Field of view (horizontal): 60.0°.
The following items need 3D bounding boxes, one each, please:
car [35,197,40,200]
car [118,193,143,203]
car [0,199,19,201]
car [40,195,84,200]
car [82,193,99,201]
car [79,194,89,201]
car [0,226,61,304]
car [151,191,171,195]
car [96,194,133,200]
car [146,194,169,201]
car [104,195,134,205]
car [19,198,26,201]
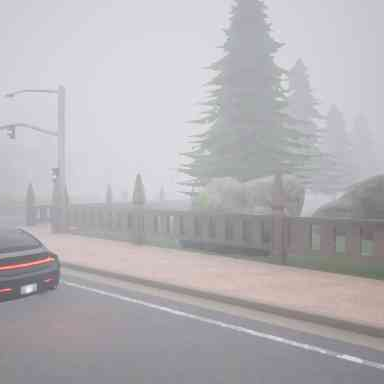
[{"bbox_3d":[-23.686,1.505,48.268,1.837,1.490,4.892,0,0,36],"label":"car"},{"bbox_3d":[-11.915,1.151,64.705,1.837,1.490,4.892,0,3,36],"label":"car"},{"bbox_3d":[-22.604,1.564,37.772,1.994,1.385,4.181,0,0,36],"label":"car"},{"bbox_3d":[-17.500,1.526,44.882,1.812,1.442,4.674,0,0,36],"label":"car"},{"bbox_3d":[-17.985,1.197,56.227,2.150,2.045,5.566,0,1,36],"label":"car"},{"bbox_3d":[-18.492,1.491,49.508,2.128,1.511,4.902,0,0,36],"label":"car"},{"bbox_3d":[-4.919,1.505,7.445,4.892,1.490,1.837,0,0,36],"label":"car"},{"bbox_3d":[-5.973,0.845,60.983,2.150,2.045,5.566,0,3,36],"label":"car"},{"bbox_3d":[-12.138,1.479,52.384,1.837,1.490,4.892,0,1,36],"label":"car"},{"bbox_3d":[-5.060,1.494,49.918,2.033,1.411,5.357,0,1,35],"label":"car"},{"bbox_3d":[-12.634,1.383,57.707,2.128,1.511,4.902,0,2,36],"label":"car"},{"bbox_3d":[-23.985,1.547,41.846,2.033,1.411,5.357,0,0,36],"label":"car"}]
